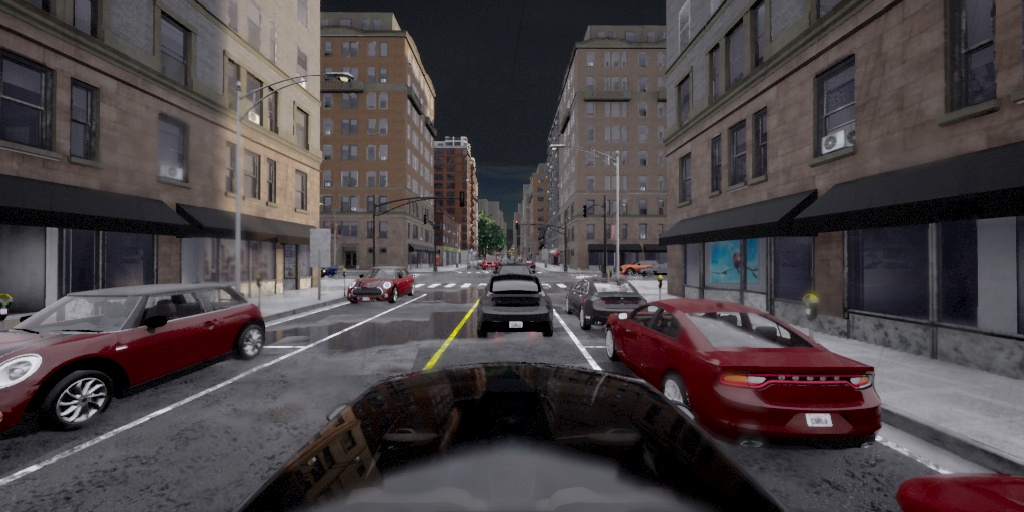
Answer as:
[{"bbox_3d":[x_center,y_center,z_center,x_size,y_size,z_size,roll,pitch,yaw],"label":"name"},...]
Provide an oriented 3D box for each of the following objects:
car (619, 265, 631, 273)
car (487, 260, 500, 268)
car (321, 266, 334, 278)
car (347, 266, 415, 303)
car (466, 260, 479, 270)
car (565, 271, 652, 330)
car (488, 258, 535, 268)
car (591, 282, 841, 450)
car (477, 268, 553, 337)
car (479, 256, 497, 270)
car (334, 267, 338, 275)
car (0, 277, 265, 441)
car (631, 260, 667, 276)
[{"bbox_3d":[14.026,1.221,39.222,4.553,1.767,2.097,0,0,0],"label":"car"},{"bbox_3d":[-3.186,1.360,62.936,2.033,1.411,5.357,0,0,0],"label":"car"},{"bbox_3d":[-18.019,0.869,29.117,5.566,2.045,2.150,0,0,0],"label":"car"},{"bbox_3d":[-5.834,1.195,16.348,1.967,1.591,4.097,0,0,0],"label":"car"},{"bbox_3d":[-5.906,1.345,54.709,2.007,1.370,4.403,0,0,0],"label":"car"},{"bbox_3d":[2.683,1.303,10.846,2.007,1.370,4.403,0,0,0],"label":"car"},{"bbox_3d":[0.121,1.108,17.686,2.097,1.767,4.553,0,0,0],"label":"car"},{"bbox_3d":[2.675,1.296,5.355,1.888,1.381,4.507,0,0,0],"label":"car"},{"bbox_3d":[0.057,1.258,10.271,1.837,1.490,4.892,0,0,-1],"label":"car"},{"bbox_3d":[-3.131,1.013,52.607,2.150,2.045,5.566,0,0,0],"label":"car"},{"bbox_3d":[-18.409,1.150,32.372,5.008,1.535,1.882,0,0,0],"label":"car"},{"bbox_3d":[-5.852,1.190,5.361,1.967,1.591,4.097,0,0,0],"label":"car"},{"bbox_3d":[15.191,1.395,35.961,5.357,1.411,2.033,0,0,0],"label":"car"}]
